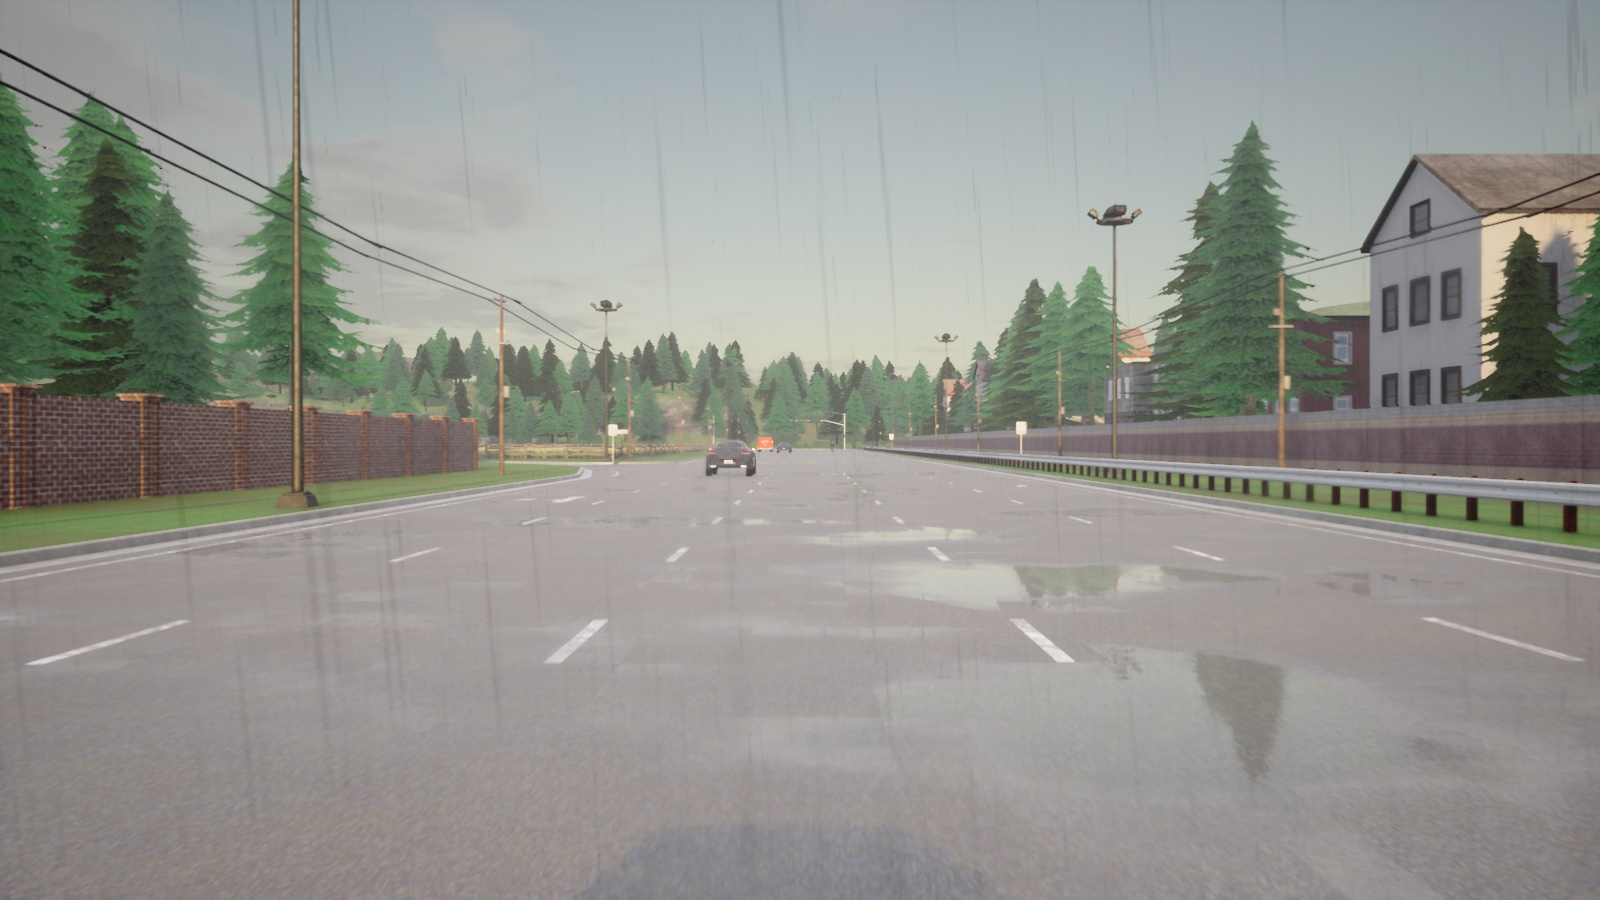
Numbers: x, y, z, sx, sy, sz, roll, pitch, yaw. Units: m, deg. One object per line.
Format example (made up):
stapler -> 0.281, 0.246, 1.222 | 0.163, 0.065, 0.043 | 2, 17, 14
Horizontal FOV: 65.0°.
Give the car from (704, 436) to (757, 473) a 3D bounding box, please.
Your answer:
car -> -3.153, 0.194, 58.034 | 2.152, 1.651, 5.027 | 0, 0, 0
